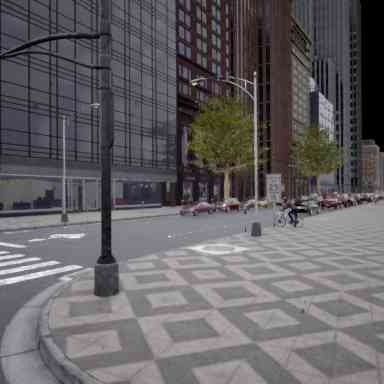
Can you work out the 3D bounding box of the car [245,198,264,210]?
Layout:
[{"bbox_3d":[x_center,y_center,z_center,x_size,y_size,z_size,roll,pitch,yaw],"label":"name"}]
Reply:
[{"bbox_3d":[6.938,1.494,40.955,1.802,1.307,4.206,0,0,35],"label":"car"}]

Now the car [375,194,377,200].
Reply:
[{"bbox_3d":[36.437,1.301,68.766,1.752,1.417,4.829,-1,0,35],"label":"car"}]

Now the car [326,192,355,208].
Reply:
[{"bbox_3d":[20.351,1.136,45.406,2.192,1.841,5.009,0,0,35],"label":"car"}]

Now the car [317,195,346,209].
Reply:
[{"bbox_3d":[17.154,1.376,40.760,1.887,1.381,4.507,0,0,35],"label":"car"}]

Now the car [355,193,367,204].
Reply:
[{"bbox_3d":[26.746,1.117,54.694,2.192,1.841,5.009,0,0,35],"label":"car"}]

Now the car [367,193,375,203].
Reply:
[{"bbox_3d":[33.142,1.098,63.983,2.192,1.841,5.009,0,0,35],"label":"car"}]

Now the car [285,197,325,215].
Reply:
[{"bbox_3d":[10.759,1.424,31.471,1.947,1.339,4.313,0,0,35],"label":"car"}]

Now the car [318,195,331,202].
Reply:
[{"bbox_3d":[29.325,1.426,73.469,1.802,1.307,4.206,0,0,35],"label":"car"}]

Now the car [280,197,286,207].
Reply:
[{"bbox_3d":[13.334,1.455,50.245,1.947,1.339,4.313,0,0,35],"label":"car"}]

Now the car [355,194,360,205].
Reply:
[{"bbox_3d":[23.549,1.377,50.049,1.947,1.339,4.313,0,0,35],"label":"car"}]

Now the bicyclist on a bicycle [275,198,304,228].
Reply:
[{"bbox_3d":[5.325,1.177,18.357,1.656,1.620,0.582,-1,0,35],"label":"bicyclist on a bicycle"}]

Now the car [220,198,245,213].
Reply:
[{"bbox_3d":[3.739,1.366,36.310,1.967,1.590,4.097,0,0,35],"label":"car"}]

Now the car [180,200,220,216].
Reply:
[{"bbox_3d":[0.542,1.524,31.665,1.802,1.307,4.206,0,0,35],"label":"car"}]

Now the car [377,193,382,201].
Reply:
[{"bbox_3d":[42.736,1.357,77.914,1.802,1.307,4.206,-1,0,35],"label":"car"}]

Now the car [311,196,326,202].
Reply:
[{"bbox_3d":[26.128,1.417,68.825,1.947,1.339,4.313,0,0,35],"label":"car"}]

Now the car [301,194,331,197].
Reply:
[{"bbox_3d":[16.585,1.339,44.467,2.128,1.511,4.902,-1,0,35],"label":"car"}]

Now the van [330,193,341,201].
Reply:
[{"bbox_3d":[35.719,1.184,82.761,1.690,1.788,3.998,-1,0,35],"label":"van"}]

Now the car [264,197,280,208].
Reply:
[{"bbox_3d":[10.039,1.426,45.459,1.752,1.417,4.829,0,0,35],"label":"car"}]

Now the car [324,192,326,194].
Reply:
[{"bbox_3d":[22.274,1.051,52.731,2.150,2.045,5.566,-1,0,35],"label":"car"}]

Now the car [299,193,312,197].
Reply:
[{"bbox_3d":[19.730,1.415,59.535,1.887,1.381,4.507,0,0,35],"label":"car"}]
